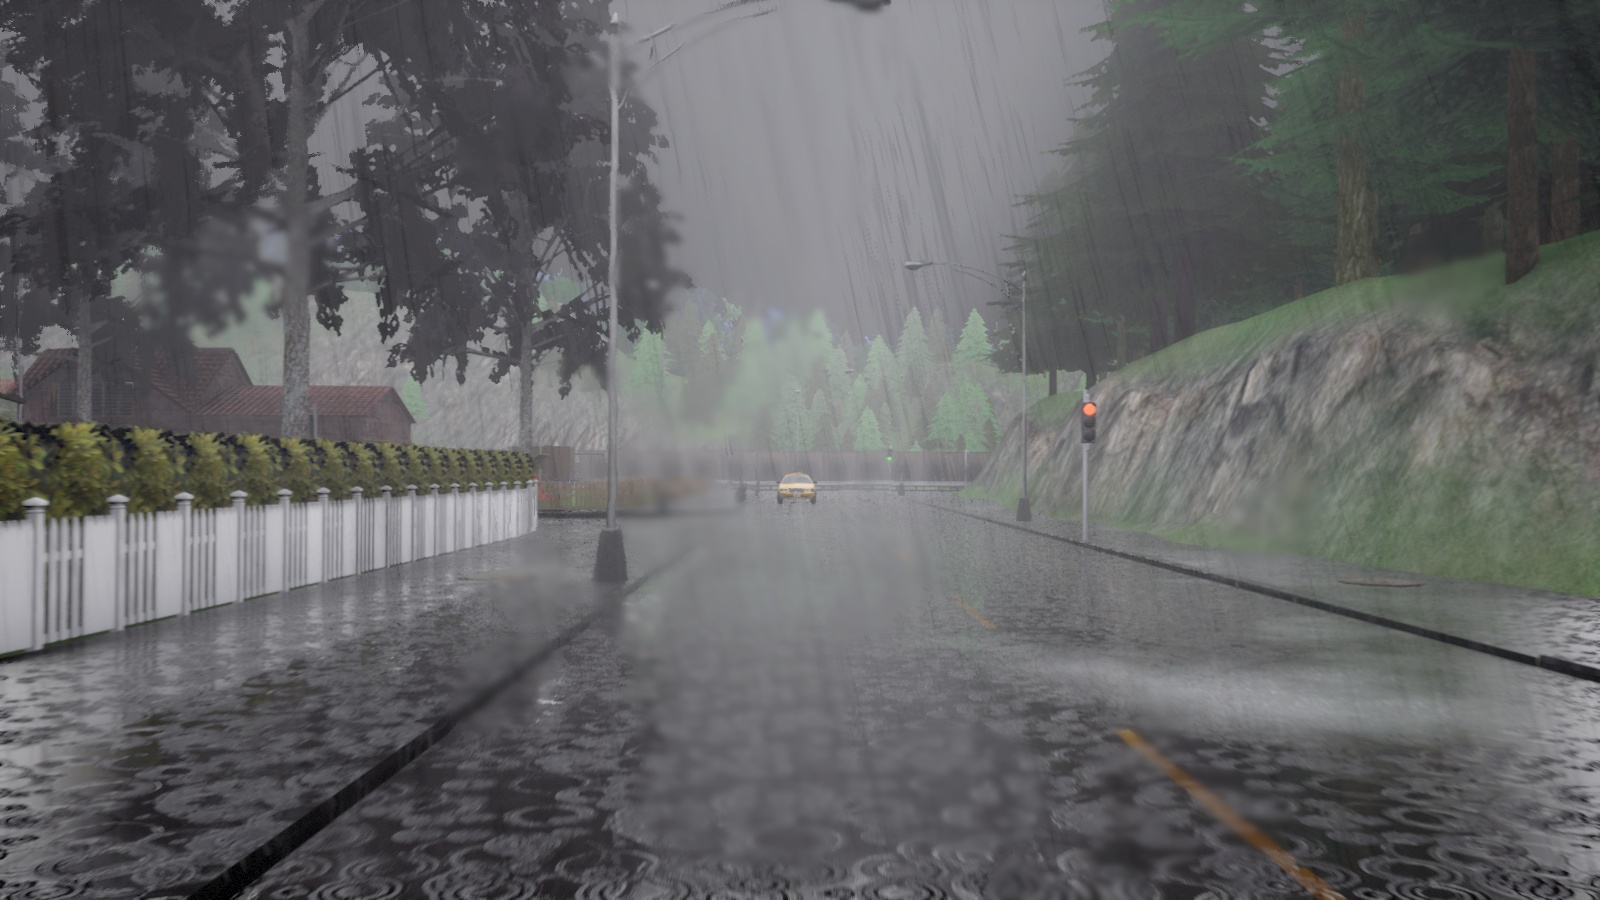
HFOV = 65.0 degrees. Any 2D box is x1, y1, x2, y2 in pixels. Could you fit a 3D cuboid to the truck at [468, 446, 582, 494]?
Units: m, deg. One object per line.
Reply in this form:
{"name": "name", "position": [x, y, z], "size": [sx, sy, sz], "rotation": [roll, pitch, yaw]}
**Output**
{"name": "truck", "position": [-20.608, 1.496, 94.409], "size": [7.936, 3.462, 2.891], "rotation": [0, -1, 0]}

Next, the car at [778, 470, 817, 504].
{"name": "car", "position": [-0.140, 1.775, 60.954], "size": [1.801, 1.575, 5.366], "rotation": [0, -1, 0]}
